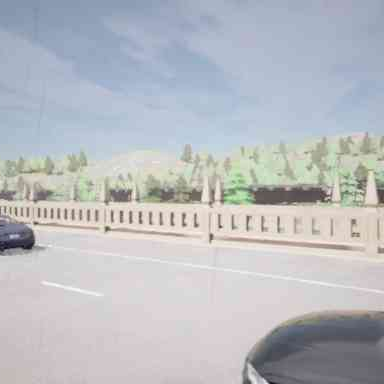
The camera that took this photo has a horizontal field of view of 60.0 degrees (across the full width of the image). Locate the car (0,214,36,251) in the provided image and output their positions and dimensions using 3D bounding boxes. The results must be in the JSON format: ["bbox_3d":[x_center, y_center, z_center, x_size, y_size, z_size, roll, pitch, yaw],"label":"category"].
[{"bbox_3d":[-8.130,1.587,13.151,4.181,1.385,1.994,0,0,32],"label":"car"}]

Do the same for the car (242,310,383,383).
[{"bbox_3d":[2.633,1.471,1.938,4.902,1.511,2.128,0,0,36],"label":"car"}]
